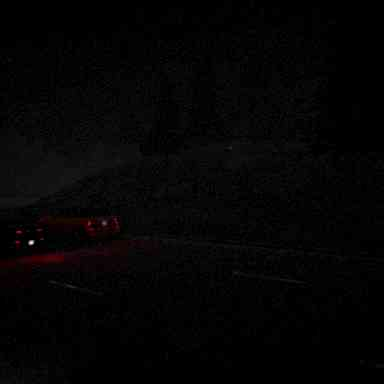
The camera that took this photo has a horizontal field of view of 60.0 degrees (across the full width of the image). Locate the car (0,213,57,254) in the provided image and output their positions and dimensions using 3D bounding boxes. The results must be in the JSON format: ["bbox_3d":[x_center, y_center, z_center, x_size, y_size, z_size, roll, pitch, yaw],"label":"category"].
[{"bbox_3d":[-7.987,1.645,13.873,4.892,1.490,1.837,0,0,36],"label":"car"}]

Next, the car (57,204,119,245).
[{"bbox_3d":[-5.775,1.485,16.593,4.553,1.767,2.097,-1,-1,36],"label":"car"}]
